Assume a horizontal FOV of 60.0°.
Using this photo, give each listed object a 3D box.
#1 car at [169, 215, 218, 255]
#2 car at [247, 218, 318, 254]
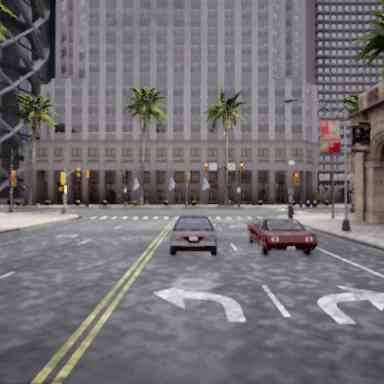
[{"bbox_3d":[0.062,1.680,13.974,2.033,1.411,5.357,0,-1,0],"label":"car"},{"bbox_3d":[3.564,1.734,14.072,1.895,1.301,4.718,0,0,0],"label":"car"}]
